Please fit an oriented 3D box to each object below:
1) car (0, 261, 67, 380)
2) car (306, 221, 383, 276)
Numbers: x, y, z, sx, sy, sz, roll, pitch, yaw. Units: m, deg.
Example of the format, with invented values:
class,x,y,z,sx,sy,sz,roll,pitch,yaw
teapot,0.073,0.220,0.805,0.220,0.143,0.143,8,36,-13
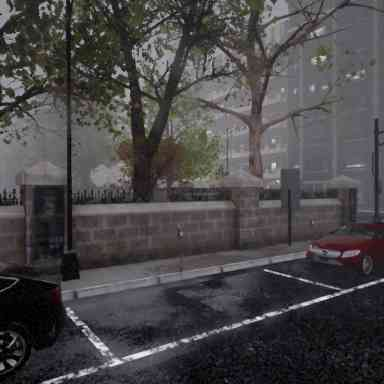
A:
class,x,y,z,sx,sy,sz,roll,pitch,yaw
car,-3.757,1.566,3.912,4.313,1.339,1.947,0,0,-35
car,5.319,1.581,10.251,4.206,1.307,1.802,0,0,-35
